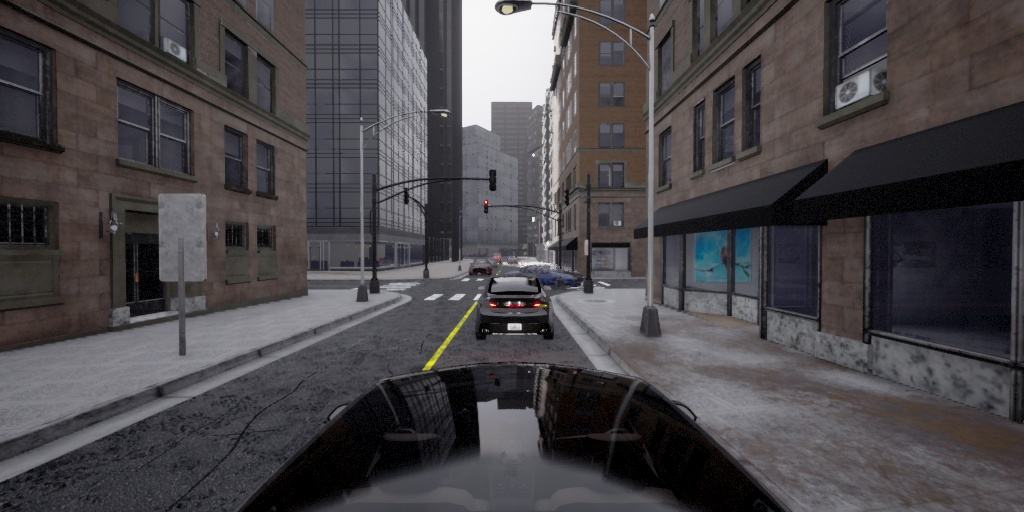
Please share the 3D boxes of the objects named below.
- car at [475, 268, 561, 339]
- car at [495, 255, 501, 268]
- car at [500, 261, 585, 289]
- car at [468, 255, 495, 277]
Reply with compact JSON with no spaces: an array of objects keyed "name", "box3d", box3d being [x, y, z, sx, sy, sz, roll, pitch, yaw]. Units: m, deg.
[{"name":"car","box3d":[0.070,1.252,10.009,1.837,1.490,4.892,0,0,0]},{"name":"car","box3d":[-3.153,1.031,52.924,2.128,1.511,4.902,0,1,0]},{"name":"car","box3d":[2.047,1.281,23.244,5.357,1.411,2.033,0,1,34]},{"name":"car","box3d":[-3.088,1.040,35.355,2.097,1.767,4.553,0,0,-1]}]
